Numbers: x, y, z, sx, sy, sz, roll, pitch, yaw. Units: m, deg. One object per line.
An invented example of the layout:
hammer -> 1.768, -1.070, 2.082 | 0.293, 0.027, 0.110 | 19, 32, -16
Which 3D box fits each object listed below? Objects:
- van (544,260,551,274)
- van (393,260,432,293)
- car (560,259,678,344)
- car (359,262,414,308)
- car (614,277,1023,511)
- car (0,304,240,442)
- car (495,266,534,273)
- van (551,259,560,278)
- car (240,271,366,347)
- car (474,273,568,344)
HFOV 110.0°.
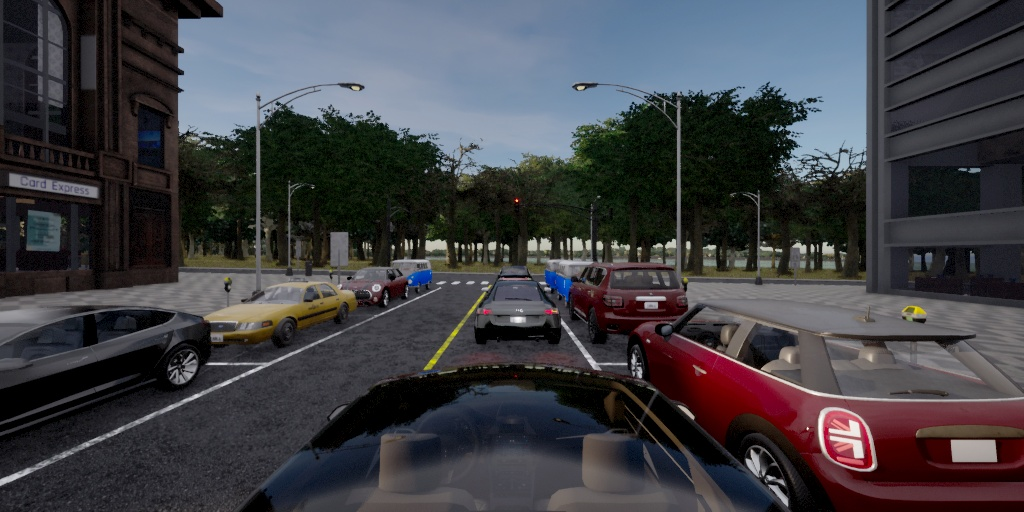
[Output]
van -> 2.796, 1.092, 20.397 | 1.690, 1.789, 3.998 | 0, 0, 0
van -> -5.729, 1.092, 20.413 | 1.690, 1.789, 3.998 | 0, 0, 0
car -> 2.776, 1.065, 9.522 | 2.192, 1.841, 5.009 | 0, 0, 0
car -> -5.739, 1.191, 14.975 | 1.967, 1.591, 4.097 | 0, 0, 0
car -> 2.766, 1.190, 4.084 | 1.967, 1.591, 4.097 | 0, 0, 0
car -> -5.759, 1.316, 4.100 | 1.948, 1.339, 4.313 | 0, 0, 0
car -> 0.131, 1.243, 18.451 | 2.128, 1.511, 4.902 | 0, 0, 0
van -> 2.786, 1.092, 14.959 | 1.690, 1.789, 3.998 | 0, 0, 0
car -> -5.750, 1.276, 9.368 | 1.751, 1.417, 4.829 | 0, 0, 0
car -> 0.118, 1.314, 9.570 | 1.994, 1.385, 4.181 | 0, 0, 0
